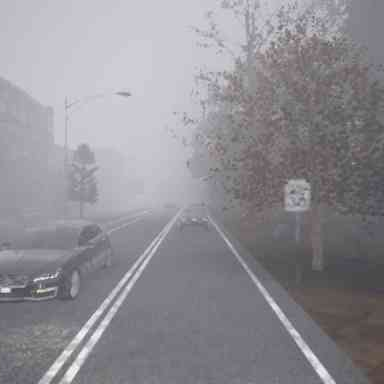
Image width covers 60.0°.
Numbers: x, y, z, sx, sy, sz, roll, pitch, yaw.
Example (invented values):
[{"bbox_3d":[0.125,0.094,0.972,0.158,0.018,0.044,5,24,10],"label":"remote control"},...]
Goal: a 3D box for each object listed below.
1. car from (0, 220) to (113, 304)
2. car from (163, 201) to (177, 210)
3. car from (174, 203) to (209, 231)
[{"bbox_3d":[-3.344,1.522,8.407,1.837,1.490,4.892,0,0,0],"label":"car"},{"bbox_3d":[-3.199,2.024,49.873,1.895,1.301,4.718,0,-1,1],"label":"car"},{"bbox_3d":[0.128,1.656,21.551,2.033,1.411,5.357,0,-1,0],"label":"car"}]
